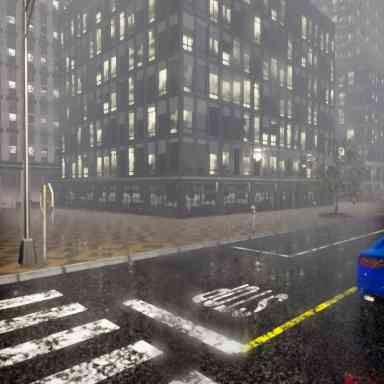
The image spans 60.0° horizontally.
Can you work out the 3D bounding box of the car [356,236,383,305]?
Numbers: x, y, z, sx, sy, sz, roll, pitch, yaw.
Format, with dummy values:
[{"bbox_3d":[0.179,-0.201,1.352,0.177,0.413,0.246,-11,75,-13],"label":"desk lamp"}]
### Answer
[{"bbox_3d":[5.190,1.388,6.973,5.008,1.535,1.882,-1,1,-44],"label":"car"}]
